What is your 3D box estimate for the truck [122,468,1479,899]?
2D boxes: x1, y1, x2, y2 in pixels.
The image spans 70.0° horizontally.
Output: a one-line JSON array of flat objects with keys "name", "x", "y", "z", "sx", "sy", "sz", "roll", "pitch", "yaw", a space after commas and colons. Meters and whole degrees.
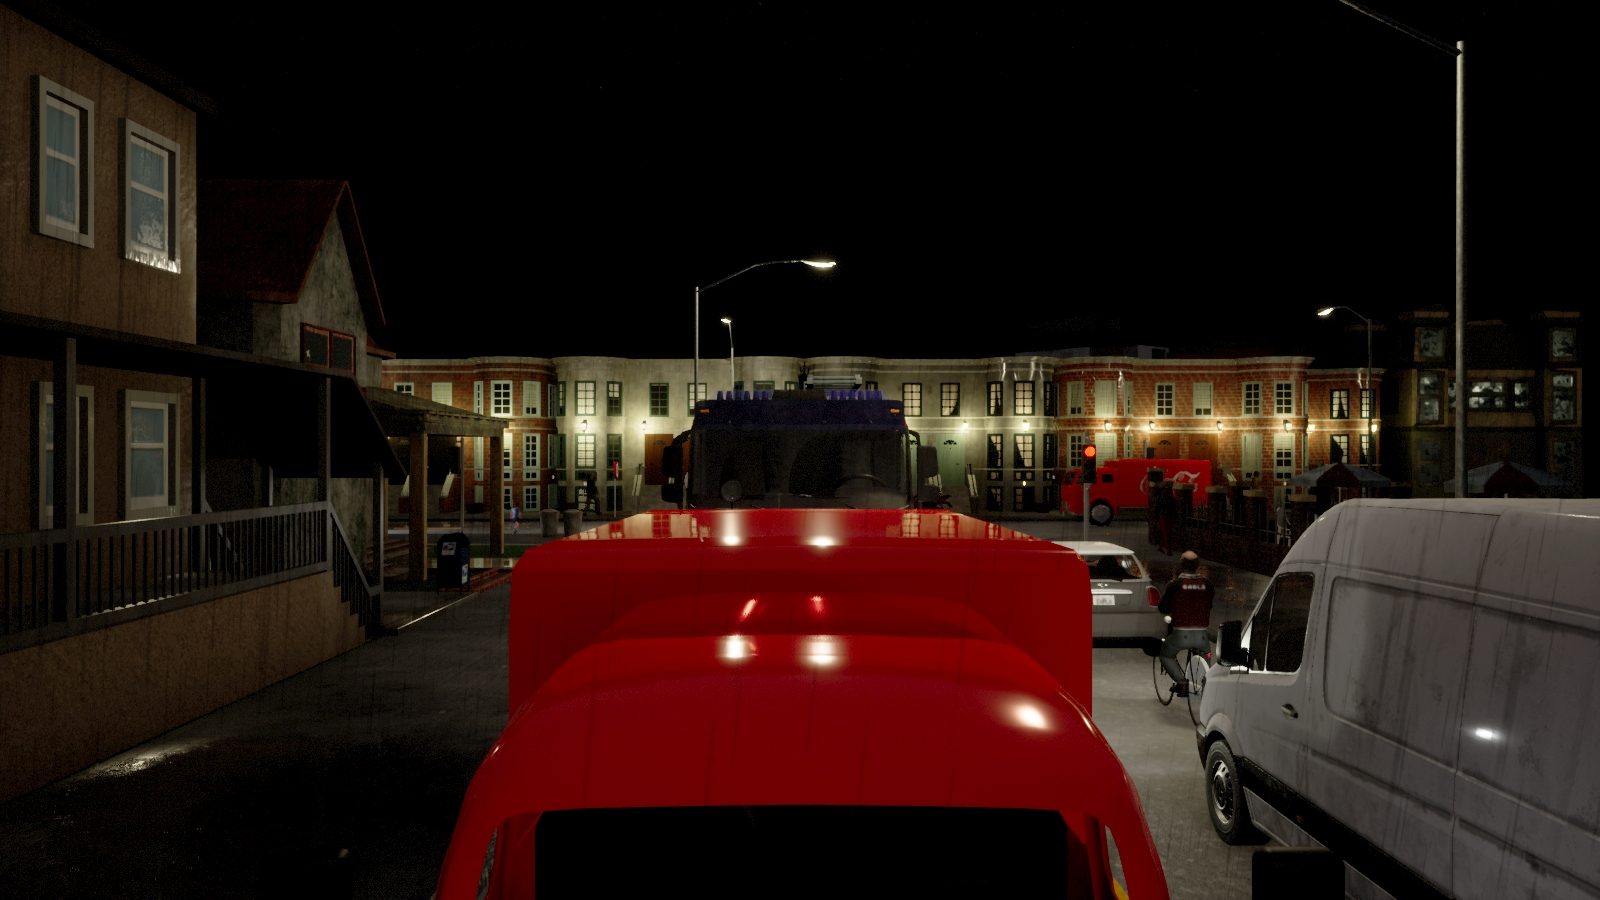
[{"name": "truck", "x": -0.002, "y": 1.351, "z": 4.813, "sx": 2.627, "sy": 2.467, "sz": 5.204, "roll": 0, "pitch": 0, "yaw": 0}]

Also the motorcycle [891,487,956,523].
[{"name": "motorcycle", "x": 4.540, "y": 2.003, "z": 42.092, "sx": 2.209, "sy": 1.251, "sz": 0.867, "roll": 0, "pitch": 1, "yaw": -17}]

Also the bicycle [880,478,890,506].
[{"name": "bicycle", "x": 4.005, "y": 1.963, "z": 53.762, "sx": 0.329, "sy": 1.271, "sz": 1.835, "roll": 0, "pitch": 0, "yaw": 0}]

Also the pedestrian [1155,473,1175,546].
[{"name": "pedestrian", "x": 9.364, "y": 1.529, "z": 29.323, "sx": 0.375, "sy": 1.860, "sz": 0.375, "roll": 0, "pitch": 0, "yaw": 0}]

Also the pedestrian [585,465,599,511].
[{"name": "pedestrian", "x": -8.418, "y": 1.544, "z": 46.243, "sx": 0.375, "sy": 1.860, "sz": 0.375, "roll": 0, "pitch": 0, "yaw": 44}]

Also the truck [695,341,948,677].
[{"name": "truck", "x": 0.275, "y": 0.678, "z": 17.256, "sx": 2.891, "sy": 3.827, "sz": 8.468, "roll": 0, "pitch": 0, "yaw": 0}]

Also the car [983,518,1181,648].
[{"name": "car", "x": 3.996, "y": 1.852, "z": 16.834, "sx": 1.970, "sy": 1.475, "sz": 3.806, "roll": 0, "pitch": 0, "yaw": 0}]

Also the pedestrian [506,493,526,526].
[{"name": "pedestrian", "x": -9.632, "y": 2.025, "z": 38.745, "sx": 0.500, "sy": 1.100, "sz": 0.500, "roll": 0, "pitch": 0, "yaw": 9}]

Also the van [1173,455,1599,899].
[{"name": "van", "x": 4.008, "y": 1.318, "z": 6.281, "sx": 1.988, "sy": 2.561, "sz": 5.915, "roll": 0, "pitch": 0, "yaw": 0}]

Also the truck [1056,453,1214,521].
[{"name": "truck", "x": 12.525, "y": 1.366, "z": 43.025, "sx": 5.204, "sy": 2.467, "sz": 2.627, "roll": 0, "pitch": 0, "yaw": 0}]
